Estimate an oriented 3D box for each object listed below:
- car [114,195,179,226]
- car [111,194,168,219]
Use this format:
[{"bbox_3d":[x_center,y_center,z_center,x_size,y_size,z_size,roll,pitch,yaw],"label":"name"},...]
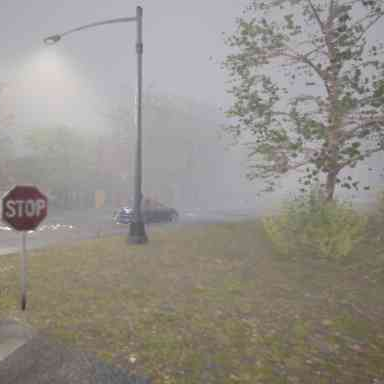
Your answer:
[{"bbox_3d":[-2.946,1.341,23.436,2.097,1.767,4.553,1,0,36],"label":"car"},{"bbox_3d":[-5.010,1.309,32.503,2.150,2.045,5.566,0,1,36],"label":"car"}]
